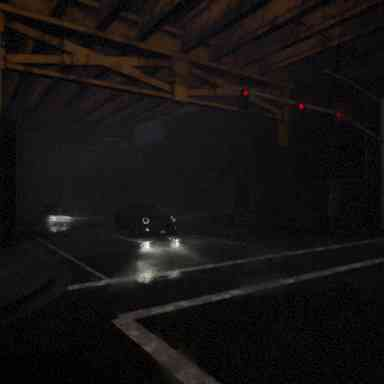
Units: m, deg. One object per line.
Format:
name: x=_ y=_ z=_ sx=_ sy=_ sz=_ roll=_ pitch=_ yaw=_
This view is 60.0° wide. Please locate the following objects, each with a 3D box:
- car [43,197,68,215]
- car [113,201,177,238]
car: x=-15.022 y=1.643 z=36.514 sx=2.128 sy=1.511 sz=4.902 roll=0 pitch=0 yaw=-34
car: x=-2.703 y=1.422 z=18.468 sx=2.097 sy=1.767 sz=4.553 roll=0 pitch=0 yaw=-35
